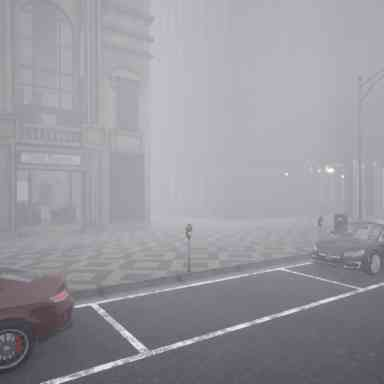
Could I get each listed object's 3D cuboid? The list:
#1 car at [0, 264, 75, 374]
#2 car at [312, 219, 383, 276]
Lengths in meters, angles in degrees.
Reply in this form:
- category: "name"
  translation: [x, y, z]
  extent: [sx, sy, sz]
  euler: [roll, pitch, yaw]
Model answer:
- category: "car"
  translation: [-3.672, 1.582, 4.101]
  extent: [4.206, 1.307, 1.802]
  euler: [0, 0, -34]
- category: "car"
  translation: [5.522, 1.550, 10.230]
  extent: [4.403, 1.369, 2.008]
  euler: [0, 0, -34]
